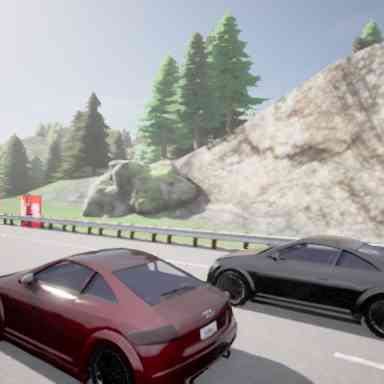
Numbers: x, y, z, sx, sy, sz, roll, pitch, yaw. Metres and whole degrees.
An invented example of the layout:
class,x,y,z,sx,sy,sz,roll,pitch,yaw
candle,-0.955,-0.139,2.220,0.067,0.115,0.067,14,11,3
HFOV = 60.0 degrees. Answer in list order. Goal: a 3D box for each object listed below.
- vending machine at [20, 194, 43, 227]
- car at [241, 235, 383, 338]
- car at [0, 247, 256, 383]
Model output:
class,x,y,z,sx,sy,sz,roll,pitch,yaw
vending machine,-10.540,1.186,21.821,0.880,2.100,1.100,0,0,35
car,2.368,1.563,6.590,4.181,1.385,1.994,0,0,36
car,-1.436,1.562,5.008,4.181,1.385,1.994,0,0,36
